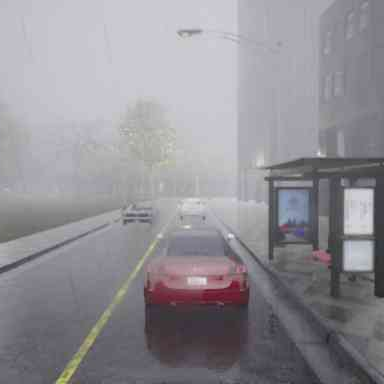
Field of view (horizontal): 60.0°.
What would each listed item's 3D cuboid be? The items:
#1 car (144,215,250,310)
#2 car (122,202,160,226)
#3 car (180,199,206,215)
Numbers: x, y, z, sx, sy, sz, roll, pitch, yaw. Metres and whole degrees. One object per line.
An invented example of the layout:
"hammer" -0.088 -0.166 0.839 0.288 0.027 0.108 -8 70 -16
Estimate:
"car" 0.086 1.470 7.699 1.994 1.385 4.181 0 1 0
"car" -3.137 1.353 21.129 1.895 1.301 4.718 0 1 0
"car" 0.056 1.232 25.030 1.812 1.442 4.674 0 1 0
